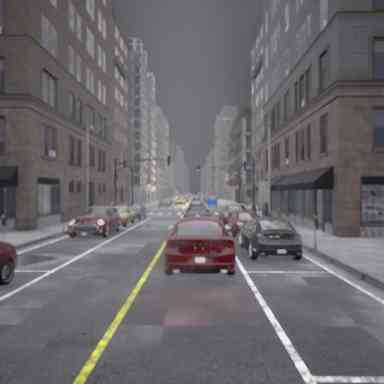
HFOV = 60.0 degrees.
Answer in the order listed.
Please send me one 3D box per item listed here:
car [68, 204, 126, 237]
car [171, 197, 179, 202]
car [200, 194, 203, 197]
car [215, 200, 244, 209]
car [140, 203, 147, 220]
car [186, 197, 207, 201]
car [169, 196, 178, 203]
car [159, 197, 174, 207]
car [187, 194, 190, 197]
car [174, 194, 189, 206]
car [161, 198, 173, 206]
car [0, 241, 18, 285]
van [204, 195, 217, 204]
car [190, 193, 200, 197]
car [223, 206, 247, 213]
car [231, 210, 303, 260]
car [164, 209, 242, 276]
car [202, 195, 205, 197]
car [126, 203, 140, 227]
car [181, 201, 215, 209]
[{"bbox_3d":[-5.164,1.502,18.008,1.967,1.590,4.097,0,0,1],"label":"car"},{"bbox_3d":[-4.264,1.845,84.529,1.947,1.339,4.313,0,0,1],"label":"car"},{"bbox_3d":[3.761,1.594,84.427,2.192,1.841,5.009,0,0,1],"label":"car"},{"bbox_3d":[2.936,1.521,23.426,1.967,1.590,4.097,0,0,1],"label":"car"},{"bbox_3d":[-5.014,1.650,29.043,2.008,1.369,4.403,0,0,1],"label":"car"},{"bbox_3d":[0.497,1.660,37.963,1.812,1.442,4.674,0,0,1],"label":"car"},{"bbox_3d":[-4.343,1.788,78.678,1.752,1.417,4.829,0,0,1],"label":"car"},{"bbox_3d":[-4.648,1.741,56.122,2.008,1.369,4.403,0,0,1],"label":"car"},{"bbox_3d":[-1.759,1.805,74.683,1.994,1.385,4.181,0,0,1],"label":"car"},{"bbox_3d":[-2.042,1.679,59.185,1.882,1.535,5.008,0,0,1],"label":"car"},{"bbox_3d":[-4.571,1.754,61.803,1.887,1.381,4.507,0,0,1],"label":"car"},{"bbox_3d":[-5.313,1.606,6.971,1.802,1.307,4.206,0,0,1],"label":"car"},{"bbox_3d":[3.376,1.532,56.023,1.690,1.788,3.998,0,0,1],"label":"van"},{"bbox_3d":[1.146,1.635,86.155,2.097,1.767,4.553,0,0,1],"label":"car"},{"bbox_3d":[2.861,1.644,17.907,1.802,1.307,4.206,0,0,1],"label":"car"},{"bbox_3d":[2.786,1.594,12.388,2.008,1.369,4.403,0,0,1],"label":"car"},{"bbox_3d":[0.227,1.514,10.485,1.882,1.535,5.008,0,-1,1],"label":"car"},{"bbox_3d":[3.684,1.846,78.745,1.802,1.307,4.206,0,0,1],"label":"car"},{"bbox_3d":[-5.091,1.605,23.355,1.752,1.417,4.829,0,0,1],"label":"car"},{"bbox_3d":[0.419,1.649,24.934,1.994,1.385,4.181,0,0,1],"label":"car"}]
